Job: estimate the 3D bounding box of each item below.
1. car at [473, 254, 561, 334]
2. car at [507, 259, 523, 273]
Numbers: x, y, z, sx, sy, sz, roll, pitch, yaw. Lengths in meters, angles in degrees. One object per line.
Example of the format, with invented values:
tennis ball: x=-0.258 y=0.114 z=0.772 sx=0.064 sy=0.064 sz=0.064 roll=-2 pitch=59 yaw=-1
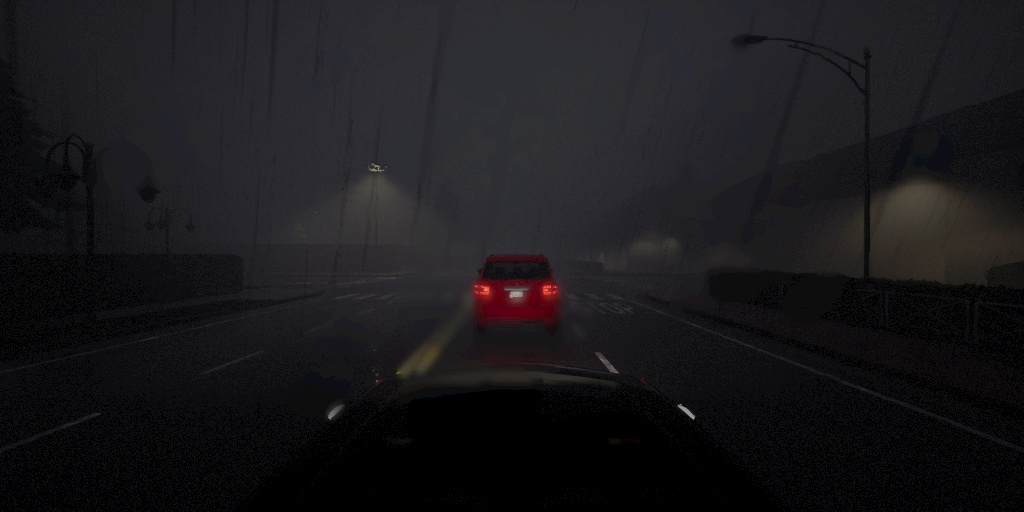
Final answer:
car: x=0.124 y=0.971 z=10.800 sx=2.150 sy=2.045 sz=5.566 roll=0 pitch=0 yaw=0
car: x=0.368 y=1.228 z=45.650 sx=1.882 sy=1.535 sz=5.008 roll=0 pitch=0 yaw=1
